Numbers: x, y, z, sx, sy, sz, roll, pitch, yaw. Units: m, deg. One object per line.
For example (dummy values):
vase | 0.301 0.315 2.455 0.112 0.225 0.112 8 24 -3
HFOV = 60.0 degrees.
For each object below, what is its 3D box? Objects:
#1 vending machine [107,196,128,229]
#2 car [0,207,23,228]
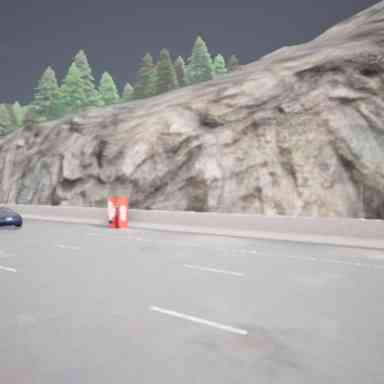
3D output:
vending machine | -4.963 1.318 22.157 0.880 2.100 1.100 0 0 36
car | -12.982 1.651 21.854 4.181 1.385 1.994 0 0 36
